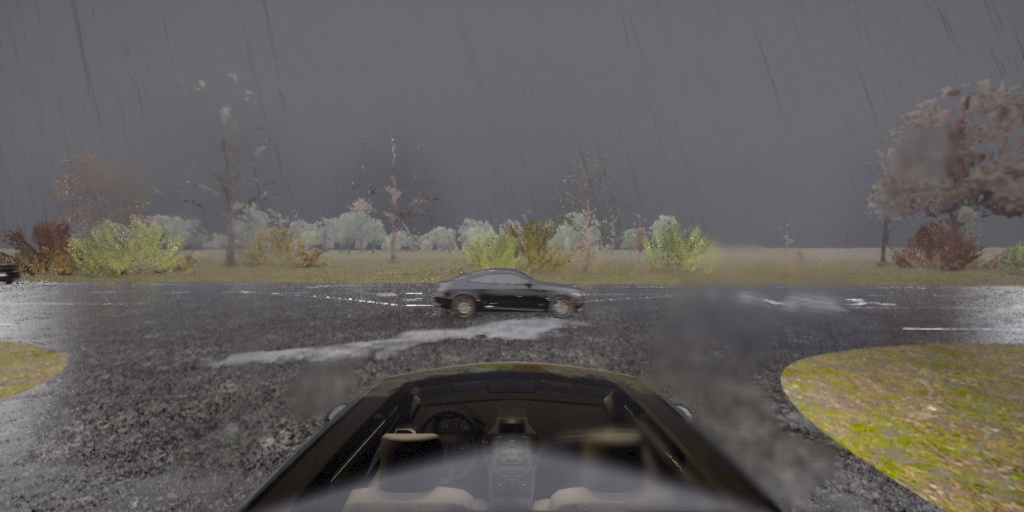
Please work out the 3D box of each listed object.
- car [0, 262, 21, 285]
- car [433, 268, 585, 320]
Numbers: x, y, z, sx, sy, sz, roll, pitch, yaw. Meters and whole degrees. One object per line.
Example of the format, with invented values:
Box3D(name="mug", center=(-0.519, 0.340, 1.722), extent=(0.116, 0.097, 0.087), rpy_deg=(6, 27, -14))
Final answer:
Box3D(name="car", center=(-28.366, 0.798, 18.226), extent=(5.008, 1.535, 1.882), rpy_deg=(0, 1, 0))
Box3D(name="car", center=(-0.097, 1.113, 11.237), extent=(4.674, 1.442, 1.812), rpy_deg=(0, 1, 0))
